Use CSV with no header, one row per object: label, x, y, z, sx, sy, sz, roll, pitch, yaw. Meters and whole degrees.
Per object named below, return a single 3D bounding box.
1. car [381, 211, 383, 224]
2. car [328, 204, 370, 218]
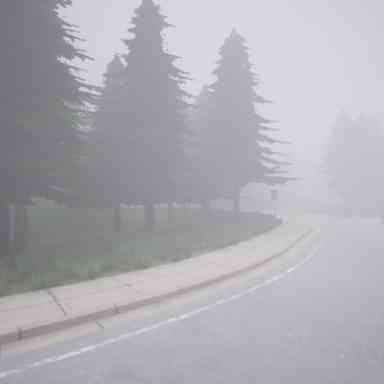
car,14.952,1.515,23.448,2.097,1.767,4.553,-1,-1,16
car,15.652,1.874,33.490,1.895,1.301,4.718,0,-1,-5
